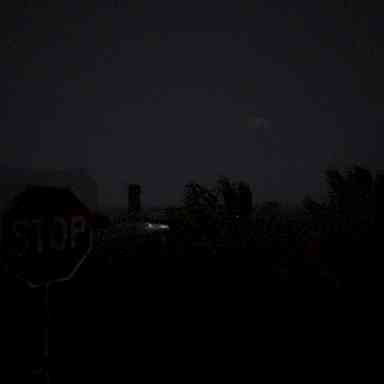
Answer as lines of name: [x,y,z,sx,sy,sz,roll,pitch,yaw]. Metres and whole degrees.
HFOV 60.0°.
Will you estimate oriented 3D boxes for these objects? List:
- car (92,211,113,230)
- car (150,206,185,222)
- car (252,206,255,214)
car: [-7.365,1.943,22.345,1.994,1.385,4.181,-1,-1,34]
car: [-1.885,2.000,30.725,1.812,1.442,4.674,-1,-1,35]
car: [6.329,2.163,41.977,1.994,1.385,4.181,-1,-1,37]
